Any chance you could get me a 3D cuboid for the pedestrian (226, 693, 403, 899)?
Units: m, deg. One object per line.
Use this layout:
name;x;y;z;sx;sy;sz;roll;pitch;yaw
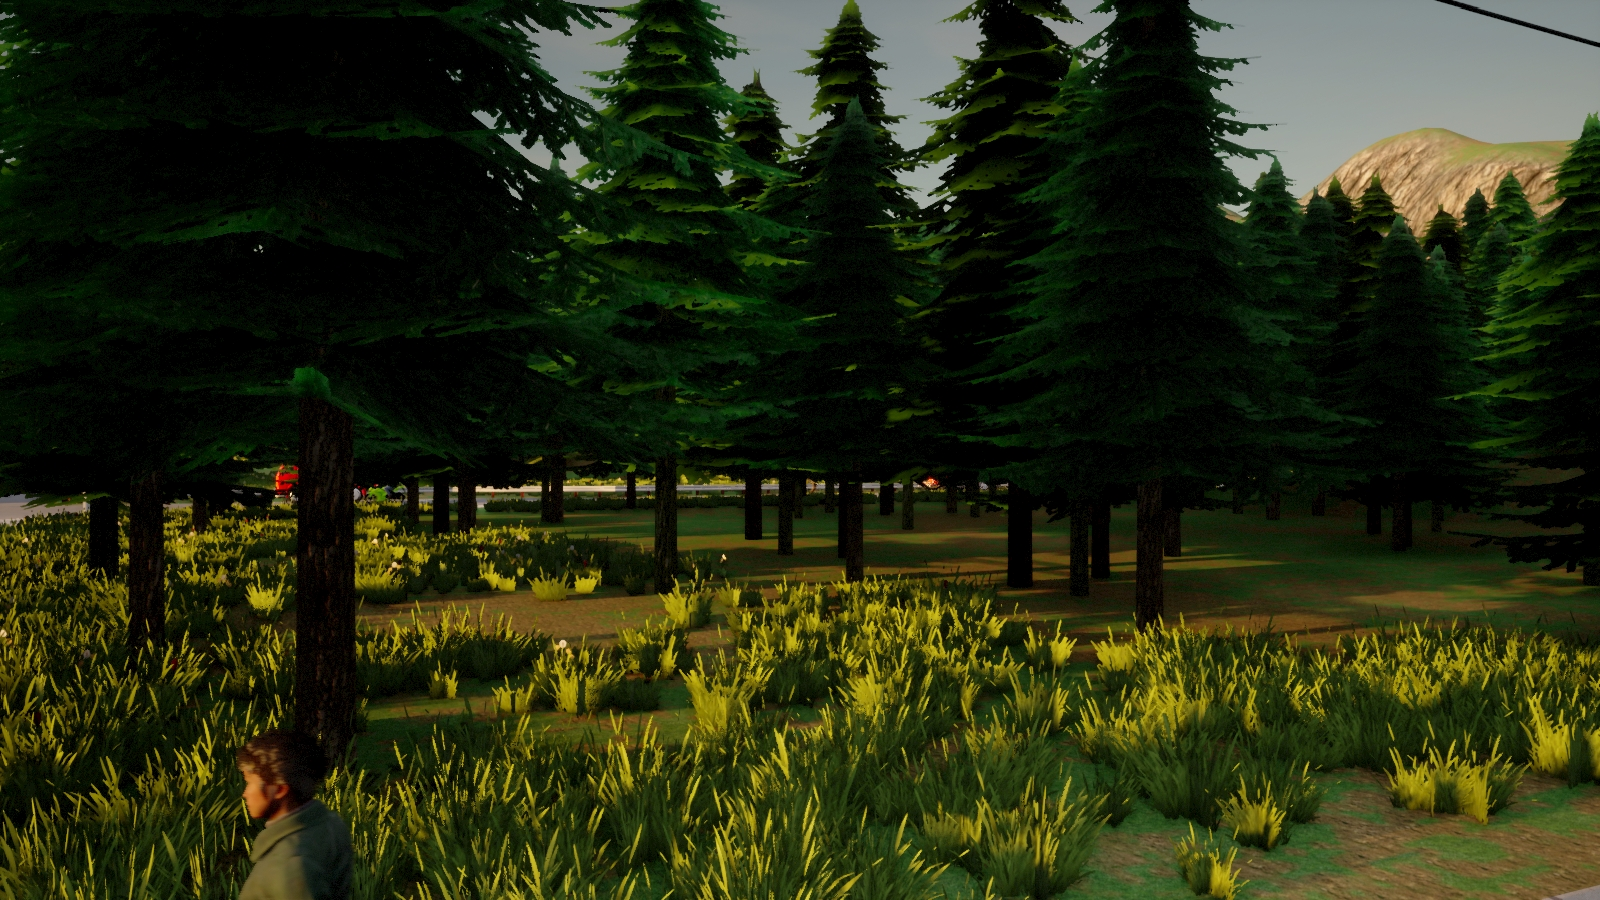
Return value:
pedestrian;-1.359;1.663;3.237;0.375;1.860;0.375;0;0;-7
